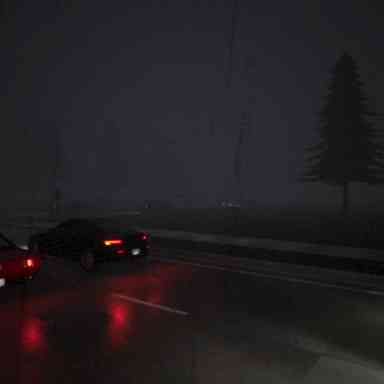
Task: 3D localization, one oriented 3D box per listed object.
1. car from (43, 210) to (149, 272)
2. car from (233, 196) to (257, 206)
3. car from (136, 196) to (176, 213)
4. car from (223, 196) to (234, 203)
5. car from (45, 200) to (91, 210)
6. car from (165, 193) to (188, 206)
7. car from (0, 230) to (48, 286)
[{"bbox_3d":[-3.447,1.516,10.790,4.674,1.442,1.812,0,0,36],"label":"car"},{"bbox_3d":[9.271,1.497,55.873,1.812,1.442,4.674,0,0,37],"label":"car"},{"bbox_3d":[-4.277,1.497,37.662,1.812,1.442,4.674,0,0,36],"label":"car"},{"bbox_3d":[7.992,1.497,65.781,1.812,1.442,4.674,0,0,37],"label":"car"},{"bbox_3d":[-13.648,1.564,36.822,1.895,1.301,4.718,0,0,37],"label":"car"},{"bbox_3d":[-2.932,1.186,51.237,2.150,2.045,5.566,0,0,37],"label":"car"},{"bbox_3d":[-5.783,1.590,8.163,4.718,1.301,1.895,0,0,36],"label":"car"}]
